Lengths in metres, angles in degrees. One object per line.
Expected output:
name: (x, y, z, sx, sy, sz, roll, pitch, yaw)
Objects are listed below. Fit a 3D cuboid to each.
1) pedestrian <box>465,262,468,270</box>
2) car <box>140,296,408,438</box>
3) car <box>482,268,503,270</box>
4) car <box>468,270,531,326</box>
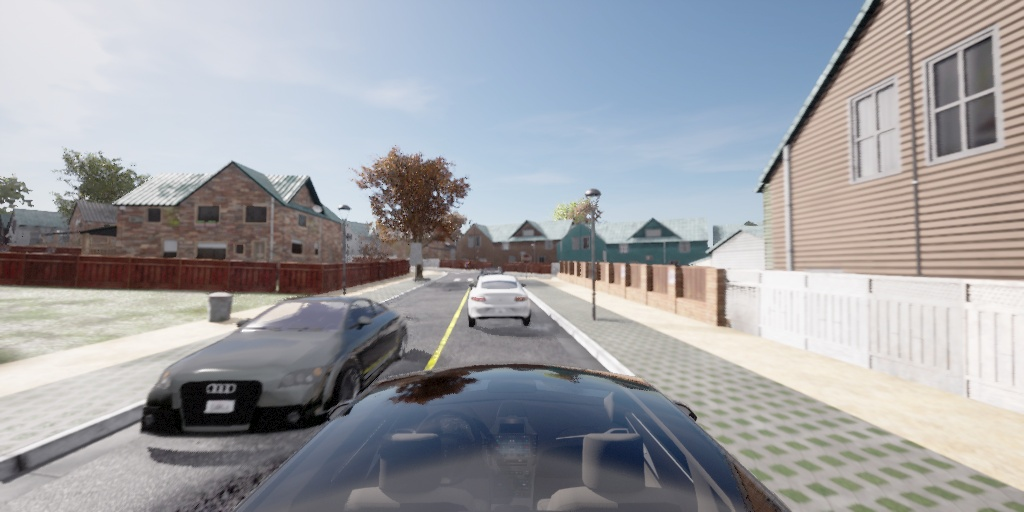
pedestrian: (-6.507, 1.367, 51.057, 0.375, 1.300, 0.375, -1, -5, 28)
car: (-3.031, 1.348, 5.620, 1.994, 1.385, 4.181, 0, 0, -2)
car: (-1.415, 1.487, 25.646, 1.895, 1.301, 4.718, 0, 0, -4)
car: (-0.462, 1.345, 11.893, 1.812, 1.442, 4.674, 0, -1, -4)
